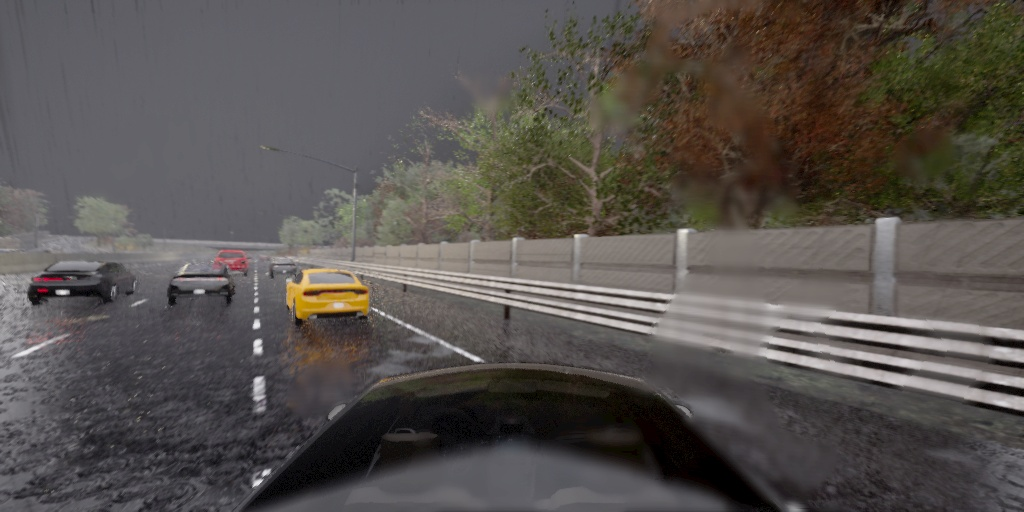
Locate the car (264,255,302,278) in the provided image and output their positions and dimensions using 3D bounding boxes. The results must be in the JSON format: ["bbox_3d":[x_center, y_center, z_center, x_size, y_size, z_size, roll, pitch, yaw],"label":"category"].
[{"bbox_3d":[-18.934,0.979,29.630,2.128,1.511,4.902,2,-1,-36],"label":"car"}]

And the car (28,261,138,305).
[{"bbox_3d":[-15.974,0.912,13.623,1.837,1.490,4.892,2,-1,-36],"label":"car"}]

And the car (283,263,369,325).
[{"bbox_3d":[-6.096,1.151,11.663,1.882,1.535,5.008,2,-1,-36],"label":"car"}]

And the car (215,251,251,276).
[{"bbox_3d":[-23.180,0.588,29.744,2.150,2.045,5.566,2,-1,-36],"label":"car"}]

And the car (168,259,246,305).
[{"bbox_3d":[-12.306,1.014,14.510,2.128,1.511,4.902,2,-1,-36],"label":"car"}]
